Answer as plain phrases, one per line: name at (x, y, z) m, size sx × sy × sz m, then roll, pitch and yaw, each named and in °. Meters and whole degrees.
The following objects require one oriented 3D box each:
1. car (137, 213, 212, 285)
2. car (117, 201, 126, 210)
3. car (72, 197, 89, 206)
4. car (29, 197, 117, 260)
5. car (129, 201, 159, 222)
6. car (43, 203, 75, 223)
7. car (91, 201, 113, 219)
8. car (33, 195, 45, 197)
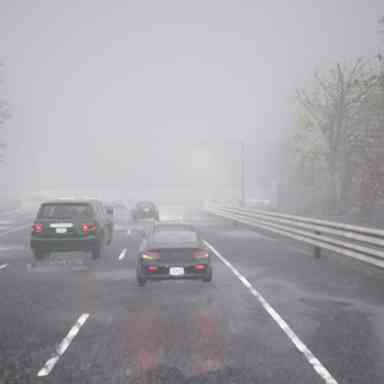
car at (-0.567, 1.576, 9.585) m, size 1.812 × 1.442 × 4.674 m, roll 0°, pitch 0°, yaw -6°
car at (-10.791, 1.853, 46.863) m, size 1.895 × 1.301 × 4.718 m, roll 0°, pitch 0°, yaw -24°
car at (-22.257, 1.868, 66.100) m, size 1.837 × 1.490 × 4.892 m, roll 1°, pitch 0°, yaw -36°
car at (-4.400, 1.293, 12.928) m, size 2.150 × 2.045 × 5.566 m, roll 0°, pitch 0°, yaw -8°
car at (-4.155, 1.503, 28.412) m, size 2.097 × 1.767 × 4.553 m, roll 0°, pitch 0°, yaw -15°
car at (-11.189, 1.704, 28.311) m, size 2.033 × 1.411 × 5.357 m, roll 0°, pitch 0°, yaw -16°
car at (-8.861, 1.654, 32.469) m, size 1.882 × 1.535 × 5.008 m, roll 0°, pitch 0°, yaw -18°
car at (-39.391, 1.700, 84.831) m, size 5.566 × 2.045 × 2.150 m, roll 0°, pitch 0°, yaw 41°
